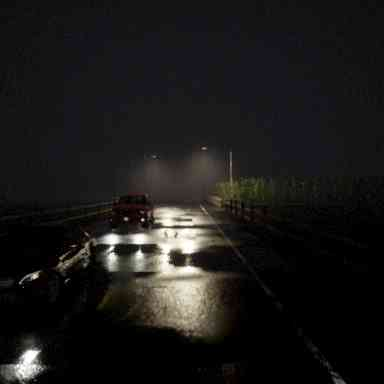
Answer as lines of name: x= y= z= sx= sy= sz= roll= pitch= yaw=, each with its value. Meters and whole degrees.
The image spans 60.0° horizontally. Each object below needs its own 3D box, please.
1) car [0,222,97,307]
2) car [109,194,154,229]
car: x=-3.639 y=1.513 z=8.073 sx=1.812 sy=1.442 sz=4.674 roll=0 pitch=0 yaw=-1
car: x=-3.746 y=1.175 z=21.621 sx=2.150 sy=2.045 sz=5.566 roll=0 pitch=0 yaw=0
